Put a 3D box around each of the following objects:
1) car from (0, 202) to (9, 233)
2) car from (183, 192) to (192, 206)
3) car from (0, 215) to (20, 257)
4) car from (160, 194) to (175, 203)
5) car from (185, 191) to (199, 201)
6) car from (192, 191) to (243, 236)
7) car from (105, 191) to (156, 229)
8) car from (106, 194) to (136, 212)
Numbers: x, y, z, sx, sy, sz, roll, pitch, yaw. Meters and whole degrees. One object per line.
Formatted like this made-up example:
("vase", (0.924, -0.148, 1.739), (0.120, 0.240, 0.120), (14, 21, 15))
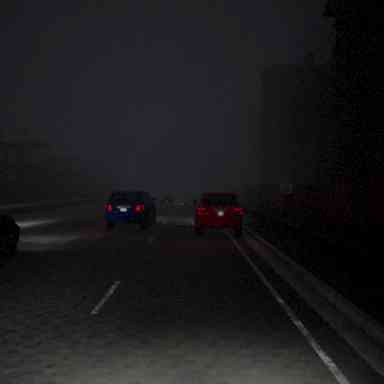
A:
("car", (-10.397, 1.277, 14.481), (2.128, 1.511, 4.902), (0, 1, 0))
("car", (0.028, 0.939, 39.947), (1.812, 1.442, 4.674), (0, 1, 1))
("car", (-6.899, 1.089, 8.896), (2.150, 2.045, 5.566), (0, 1, 0))
("car", (-3.395, 0.901, 47.636), (1.895, 1.301, 4.718), (0, 1, 0))
("car", (0.025, 0.691, 54.606), (2.128, 1.511, 4.902), (0, 1, 0))
("car", (1.227, 0.973, 16.961), (2.150, 2.045, 5.566), (0, 1, 0))
("car", (-3.398, 0.938, 19.176), (2.150, 2.045, 5.566), (0, 1, 0))
("car", (-6.896, 1.022, 32.829), (1.837, 1.490, 4.892), (0, 1, 0))
